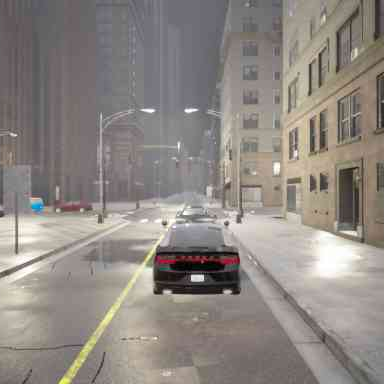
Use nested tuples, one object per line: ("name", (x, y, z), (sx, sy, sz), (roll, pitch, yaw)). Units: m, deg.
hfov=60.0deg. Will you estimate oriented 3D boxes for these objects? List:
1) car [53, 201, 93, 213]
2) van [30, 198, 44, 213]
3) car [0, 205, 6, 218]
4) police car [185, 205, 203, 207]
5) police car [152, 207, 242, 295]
("car", (-13.965, 1.727, 39.051), (4.507, 1.381, 1.887), (-1, 0, 0))
("van", (-19.592, 1.591, 39.073), (3.998, 1.788, 1.690), (-1, 0, 0))
("car", (-19.618, 1.524, 30.547), (5.009, 1.841, 2.192), (-1, 0, 0))
("police car", (0.117, 1.510, 18.482), (2.038, 1.542, 4.974), (0, 0, 0))
("police car", (0.105, 1.427, 8.877), (1.930, 1.638, 5.238), (0, 0, 0))
